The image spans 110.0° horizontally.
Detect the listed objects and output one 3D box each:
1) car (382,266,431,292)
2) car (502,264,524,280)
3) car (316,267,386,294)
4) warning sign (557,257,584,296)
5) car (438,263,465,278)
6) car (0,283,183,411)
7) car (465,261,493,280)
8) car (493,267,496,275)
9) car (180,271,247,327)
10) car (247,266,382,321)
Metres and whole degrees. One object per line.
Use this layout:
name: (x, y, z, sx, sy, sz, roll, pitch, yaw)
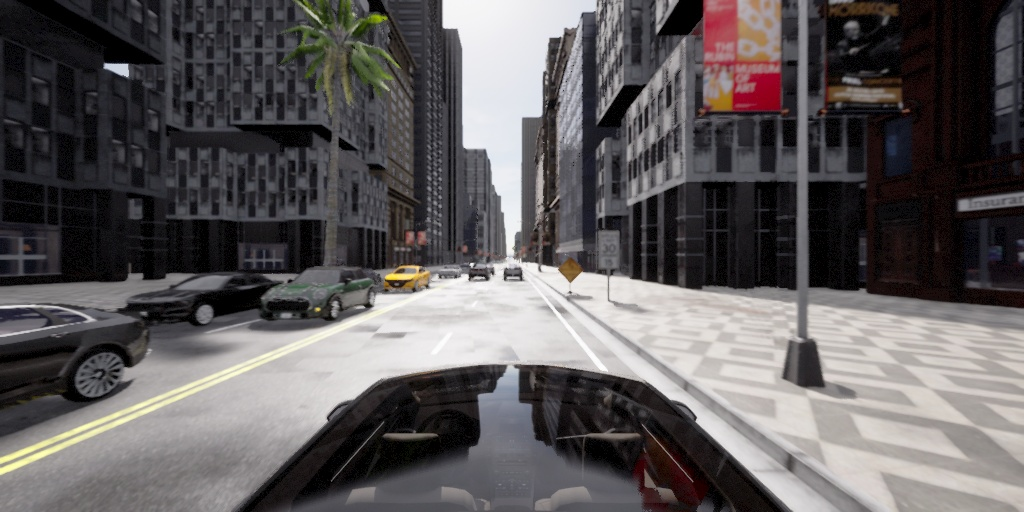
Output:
car: (-6.587, 1.377, 23.026, 1.882, 1.535, 5.008, 0, -1, 0)
car: (0.110, 1.510, 34.749, 2.128, 1.511, 4.902, 0, -1, 0)
car: (-9.843, 1.442, 22.513, 2.033, 1.411, 5.357, 0, 0, 0)
warning sign: (2.853, 0.966, 17.578, 1.300, 1.860, 1.060, 0, 0, 0)
car: (-6.495, 1.656, 37.923, 1.895, 1.301, 4.718, 0, -1, 0)
car: (-6.611, 1.251, 3.608, 2.128, 1.511, 4.902, 0, 0, -2)
car: (-3.144, 1.527, 34.860, 1.837, 1.490, 4.892, 0, 0, 0)
car: (-3.184, 1.711, 46.764, 2.033, 1.411, 5.357, 0, -1, 0)
car: (-9.848, 1.289, 12.056, 1.882, 1.535, 5.008, 0, 0, 0)
car: (-6.596, 1.168, 12.732, 2.097, 1.767, 4.553, 0, 0, 0)
